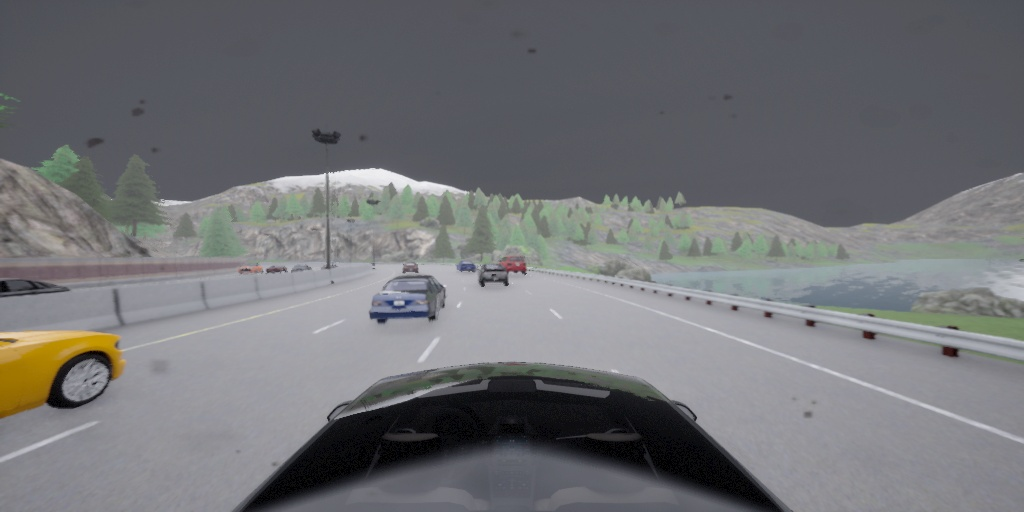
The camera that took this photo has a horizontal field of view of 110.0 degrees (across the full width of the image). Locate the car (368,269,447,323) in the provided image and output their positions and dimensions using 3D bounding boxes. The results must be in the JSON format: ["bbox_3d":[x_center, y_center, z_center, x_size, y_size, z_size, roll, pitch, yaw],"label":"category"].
[{"bbox_3d":[-3.376,1.355,12.453,2.033,1.411,5.357,-1,0,-5],"label":"car"}]

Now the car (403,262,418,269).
[{"bbox_3d":[-13.313,1.503,46.891,1.812,1.442,4.674,0,0,-18],"label":"car"}]

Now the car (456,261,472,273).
[{"bbox_3d":[-6.193,1.344,47.526,1.882,1.535,5.008,0,0,-17],"label":"car"}]

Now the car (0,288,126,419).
[{"bbox_3d":[-6.837,1.334,3.371,1.882,1.535,5.008,0,0,-1],"label":"car"}]

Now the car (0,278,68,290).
[{"bbox_3d":[-17.949,1.538,11.923,1.837,1.490,4.892,-1,0,-4],"label":"car"}]

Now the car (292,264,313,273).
[{"bbox_3d":[-29.683,1.796,50.821,1.994,1.385,4.181,-1,0,-19],"label":"car"}]

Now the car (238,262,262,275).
[{"bbox_3d":[-37.412,1.705,51.418,2.097,1.767,4.553,-1,0,-21],"label":"car"}]

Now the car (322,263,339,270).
[{"bbox_3d":[-26.709,1.749,52.863,1.994,1.385,4.181,-1,0,-20],"label":"car"}]

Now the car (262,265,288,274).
[{"bbox_3d":[-33.542,1.893,51.202,1.895,1.301,4.718,-1,0,-20],"label":"car"}]

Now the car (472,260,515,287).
[{"bbox_3d":[-1.429,1.274,25.300,2.128,1.511,4.902,-1,0,-9],"label":"car"}]

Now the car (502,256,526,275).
[{"bbox_3d":[-0.078,0.989,38.504,2.150,2.045,5.566,0,0,-14],"label":"car"}]
